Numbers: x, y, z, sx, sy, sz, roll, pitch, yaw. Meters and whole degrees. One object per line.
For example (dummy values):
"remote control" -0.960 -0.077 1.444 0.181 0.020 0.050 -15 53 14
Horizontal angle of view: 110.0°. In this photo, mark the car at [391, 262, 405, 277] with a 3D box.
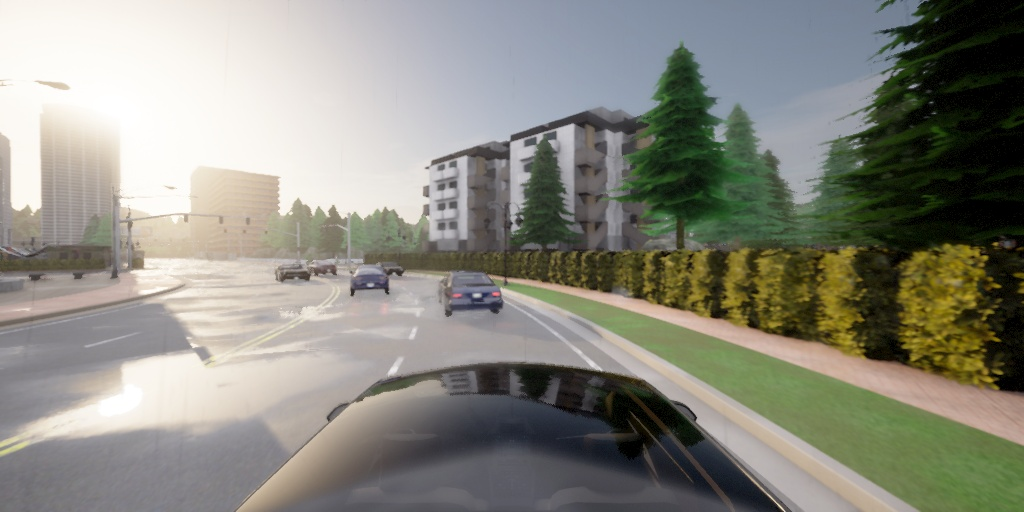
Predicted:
"car" -11.270 1.171 31.728 1.895 1.301 4.718 -1 1 -39

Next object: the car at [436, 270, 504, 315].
"car" -1.694 1.214 13.169 2.033 1.411 5.357 0 1 -15

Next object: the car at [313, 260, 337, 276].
"car" -18.076 1.117 33.828 1.812 1.442 4.674 -1 1 -45

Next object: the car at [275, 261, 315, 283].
"car" -16.374 1.240 26.758 1.895 1.301 4.718 -1 1 -38

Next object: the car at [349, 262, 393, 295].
"car" -7.582 1.177 19.051 1.812 1.442 4.674 0 1 -23
